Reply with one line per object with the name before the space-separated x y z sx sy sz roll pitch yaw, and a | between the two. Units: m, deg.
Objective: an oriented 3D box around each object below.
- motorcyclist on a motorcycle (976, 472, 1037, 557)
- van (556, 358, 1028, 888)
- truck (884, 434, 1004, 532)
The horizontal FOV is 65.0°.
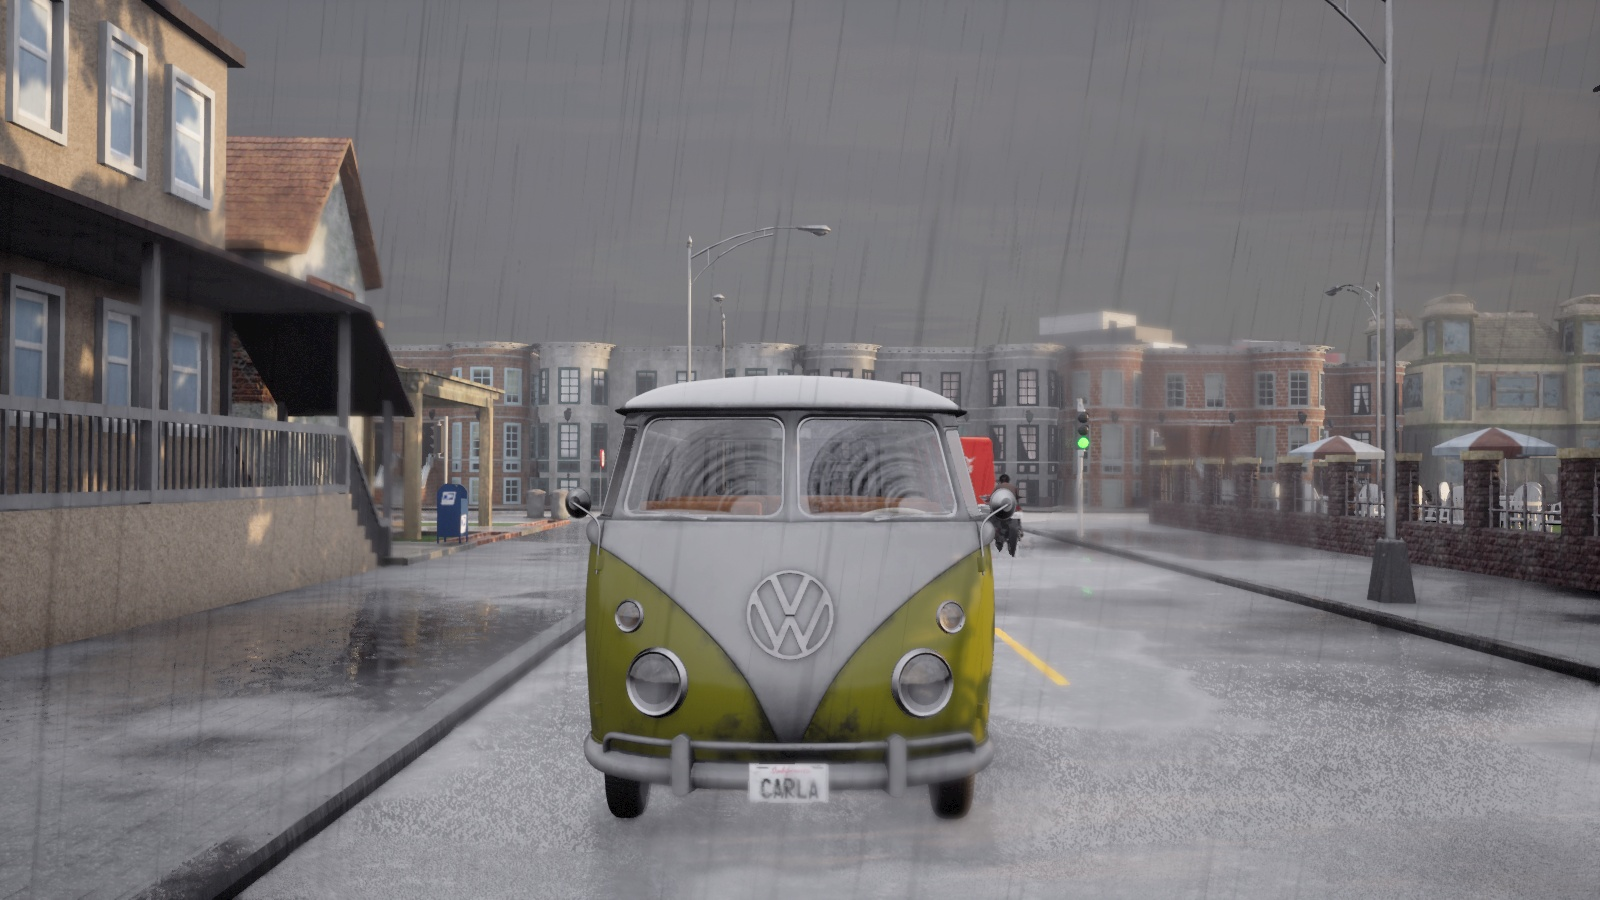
motorcyclist on a motorcycle | 3.872 1.178 23.700 0.797 1.523 2.044 0 -1 0
van | -0.043 0.684 6.958 1.775 1.987 4.442 0 -1 0
truck | 3.816 0.888 34.365 2.627 2.467 5.204 0 -1 0
